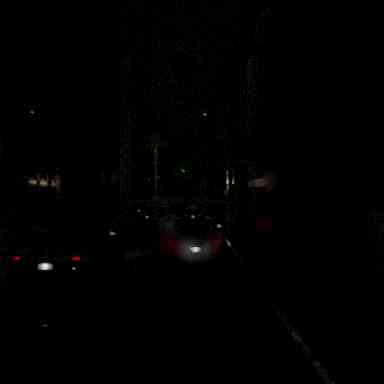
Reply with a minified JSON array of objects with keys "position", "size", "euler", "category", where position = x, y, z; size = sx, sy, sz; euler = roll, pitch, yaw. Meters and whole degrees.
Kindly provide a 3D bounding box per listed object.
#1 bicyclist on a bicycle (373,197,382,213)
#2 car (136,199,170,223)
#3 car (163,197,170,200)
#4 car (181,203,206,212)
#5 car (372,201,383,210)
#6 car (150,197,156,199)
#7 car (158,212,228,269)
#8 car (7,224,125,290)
[{"position":[18.393,1.291,33.034],"size":[0.582,1.620,1.656],"euler":[0,-1,-1],"category":"bicyclist on a bicycle"},{"position":[-3.155,1.568,25.818],"size":[2.128,1.511,4.902],"euler":[0,0,0],"category":"car"},{"position":[-6.499,2.060,82.994],"size":[2.128,1.511,4.902],"euler":[0,-1,0],"category":"car"},{"position":[0.111,1.604,26.187],"size":[1.812,1.442,4.674],"euler":[0,0,1],"category":"car"},{"position":[26.463,1.698,44.645],"size":[4.206,1.307,1.802],"euler":[0,-1,-1],"category":"car"},{"position":[-9.749,2.059,82.994],"size":[1.812,1.442,4.674],"euler":[0,-1,0],"category":"car"},{"position":[0.094,1.580,11.284],"size":[1.994,1.385,4.181],"euler":[0,0,0],"category":"car"},{"position":[-3.159,1.576,9.168],"size":[1.994,1.385,4.181],"euler":[0,0,0],"category":"car"}]
